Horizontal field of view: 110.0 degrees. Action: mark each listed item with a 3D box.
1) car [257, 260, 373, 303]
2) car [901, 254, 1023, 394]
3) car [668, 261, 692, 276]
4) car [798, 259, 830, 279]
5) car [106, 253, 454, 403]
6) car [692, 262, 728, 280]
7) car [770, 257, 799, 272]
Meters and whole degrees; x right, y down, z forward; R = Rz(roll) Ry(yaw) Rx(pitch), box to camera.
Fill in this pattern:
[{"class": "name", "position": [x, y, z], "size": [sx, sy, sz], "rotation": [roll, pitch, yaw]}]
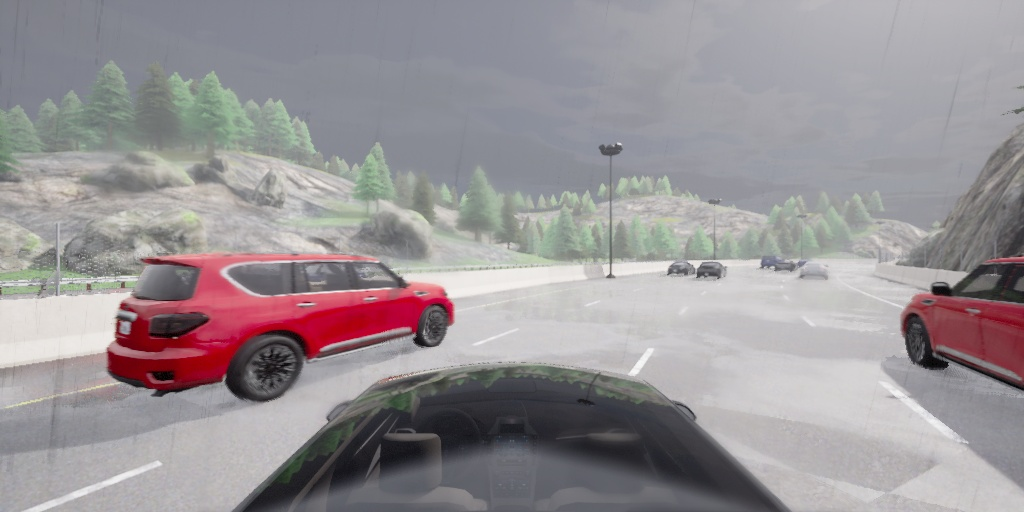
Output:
[{"class": "car", "position": [-9.437, 1.109, 17.619], "size": [2.097, 1.767, 4.553], "rotation": [0, 0, 31]}, {"class": "car", "position": [7.325, 0.970, 4.420], "size": [2.150, 2.045, 5.566], "rotation": [0, 0, 30]}, {"class": "car", "position": [17.680, 1.286, 37.304], "size": [1.812, 1.442, 4.674], "rotation": [0, 0, 40]}, {"class": "car", "position": [27.624, 1.283, 32.741], "size": [1.812, 1.442, 4.674], "rotation": [0, 0, 41]}, {"class": "car", "position": [-3.461, 0.975, 6.763], "size": [2.150, 2.045, 5.566], "rotation": [0, 0, 29]}, {"class": "car", "position": [17.961, 1.264, 32.139], "size": [1.837, 1.490, 4.892], "rotation": [-1, 0, 39]}, {"class": "car", "position": [34.658, 1.250, 45.321], "size": [4.902, 1.511, 2.128], "rotation": [0, 0, -45]}]
